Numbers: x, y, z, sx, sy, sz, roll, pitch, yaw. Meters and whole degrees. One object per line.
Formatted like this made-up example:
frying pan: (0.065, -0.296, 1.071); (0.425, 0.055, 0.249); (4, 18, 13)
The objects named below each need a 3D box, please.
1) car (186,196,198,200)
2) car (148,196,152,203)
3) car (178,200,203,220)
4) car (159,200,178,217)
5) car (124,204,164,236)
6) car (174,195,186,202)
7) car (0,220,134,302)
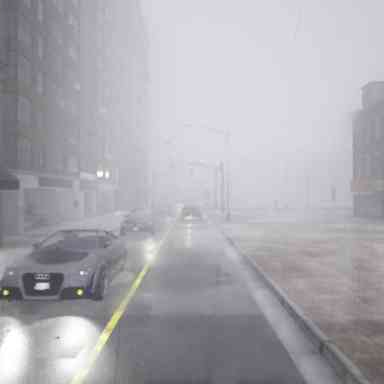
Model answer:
car: (-0.472, 1.924, 84.104); (2.150, 2.045, 5.566); (0, -1, -25)
car: (-14.067, 2.075, 93.023); (5.566, 2.045, 2.150); (0, 0, 9)
car: (-0.073, 1.748, 30.567); (1.837, 1.490, 4.892); (0, 0, 0)
car: (-2.898, 1.858, 35.580); (2.033, 1.411, 5.357); (0, 0, 0)
car: (-2.921, 1.687, 19.671); (1.812, 1.442, 4.674); (0, 0, 0)
car: (-3.095, 1.833, 79.459); (2.150, 2.045, 5.566); (0, -1, 0)
car: (-2.876, 1.637, 8.375); (1.994, 1.385, 4.181); (0, -1, 0)
